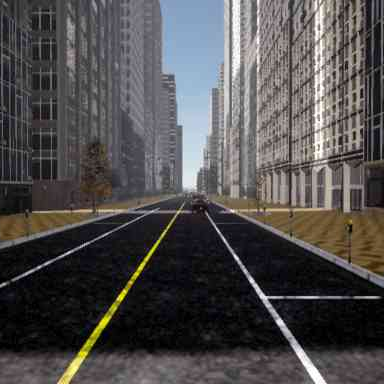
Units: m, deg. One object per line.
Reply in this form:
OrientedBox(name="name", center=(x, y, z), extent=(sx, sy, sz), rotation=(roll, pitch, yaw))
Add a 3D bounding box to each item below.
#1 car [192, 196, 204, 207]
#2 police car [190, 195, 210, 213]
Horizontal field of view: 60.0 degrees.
OrientedBox(name="car", center=(0.900, 1.508, 52.057), extent=(1.882, 1.535, 5.008), rotation=(0, 0, 0))
OrientedBox(name="police car", center=(0.899, 1.434, 36.167), extent=(1.930, 1.638, 5.238), rotation=(0, 0, 0))
